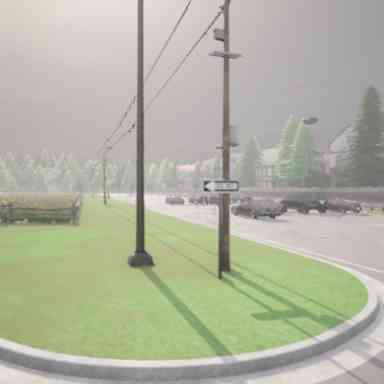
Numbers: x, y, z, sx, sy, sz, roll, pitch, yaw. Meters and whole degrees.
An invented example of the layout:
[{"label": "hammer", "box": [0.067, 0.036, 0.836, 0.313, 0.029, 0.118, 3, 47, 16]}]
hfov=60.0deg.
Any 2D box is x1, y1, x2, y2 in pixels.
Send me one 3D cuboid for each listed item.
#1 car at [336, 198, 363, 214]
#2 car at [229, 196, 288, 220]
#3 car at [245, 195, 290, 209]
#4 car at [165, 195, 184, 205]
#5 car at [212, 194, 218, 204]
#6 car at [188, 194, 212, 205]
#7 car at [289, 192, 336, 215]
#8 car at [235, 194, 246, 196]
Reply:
[{"label": "car", "box": [14.130, 1.299, 31.934, 1.812, 1.442, 4.674, 0, 1, -19]}, {"label": "car", "box": [4.943, 1.339, 26.348, 2.033, 1.411, 5.357, 0, 0, -19]}, {"label": "car", "box": [6.898, 1.318, 31.456, 1.994, 1.385, 4.181, 0, 1, -19]}, {"label": "car", "box": [-2.646, 1.143, 48.590, 1.994, 1.385, 4.181, 0, 1, -19]}, {"label": "car", "box": [4.185, 1.091, 50.248, 1.837, 1.490, 4.892, 0, 0, -19]}, {"label": "car", "box": [0.870, 1.090, 49.125, 1.837, 1.490, 4.892, 0, 0, -19]}, {"label": "car", "box": [10.532, 0.986, 31.643, 2.150, 2.045, 5.566, 0, 1, -19]}, {"label": "car", "box": [7.498, 1.092, 51.376, 1.837, 1.490, 4.892, 0, 0, -19]}]
